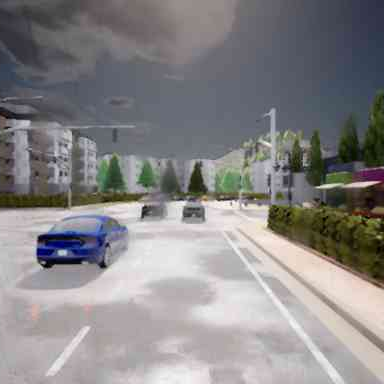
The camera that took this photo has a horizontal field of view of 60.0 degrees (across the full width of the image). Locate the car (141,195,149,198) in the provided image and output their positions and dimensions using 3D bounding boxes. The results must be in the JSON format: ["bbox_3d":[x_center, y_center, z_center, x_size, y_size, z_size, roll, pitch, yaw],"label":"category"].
[{"bbox_3d":[-9.486,1.470,69.262,2.097,1.767,4.553,0,0,12],"label":"car"}]

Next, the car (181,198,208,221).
[{"bbox_3d":[0.194,1.554,28.138,1.837,1.490,4.892,0,0,2],"label":"car"}]

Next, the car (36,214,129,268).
[{"bbox_3d":[-3.439,1.497,11.369,1.882,1.535,5.008,0,0,0],"label":"car"}]

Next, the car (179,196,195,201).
[{"bbox_3d":[-0.712,1.660,82.187,1.812,1.442,4.674,0,0,28],"label":"car"}]

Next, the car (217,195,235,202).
[{"bbox_3d":[7.996,1.663,82.605,2.128,1.511,4.902,0,0,38],"label":"car"}]

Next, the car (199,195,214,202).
[{"bbox_3d":[3.517,1.615,82.331,1.882,1.535,5.008,0,0,35],"label":"car"}]

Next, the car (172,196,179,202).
[{"bbox_3d":[-3.673,1.677,84.047,2.033,1.411,5.357,0,0,28],"label":"car"}]

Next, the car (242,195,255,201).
[{"bbox_3d":[15.113,1.675,89.726,4.902,1.511,2.128,0,0,-36],"label":"car"}]

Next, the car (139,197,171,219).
[{"bbox_3d":[-3.266,1.527,29.577,1.882,1.535,5.008,0,0,2],"label":"car"}]

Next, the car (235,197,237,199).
[{"bbox_3d":[10.251,1.675,90.212,4.902,1.511,2.128,0,0,-39],"label":"car"}]

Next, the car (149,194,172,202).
[{"bbox_3d":[-6.321,1.334,67.386,2.150,2.045,5.566,0,0,12],"label":"car"}]
